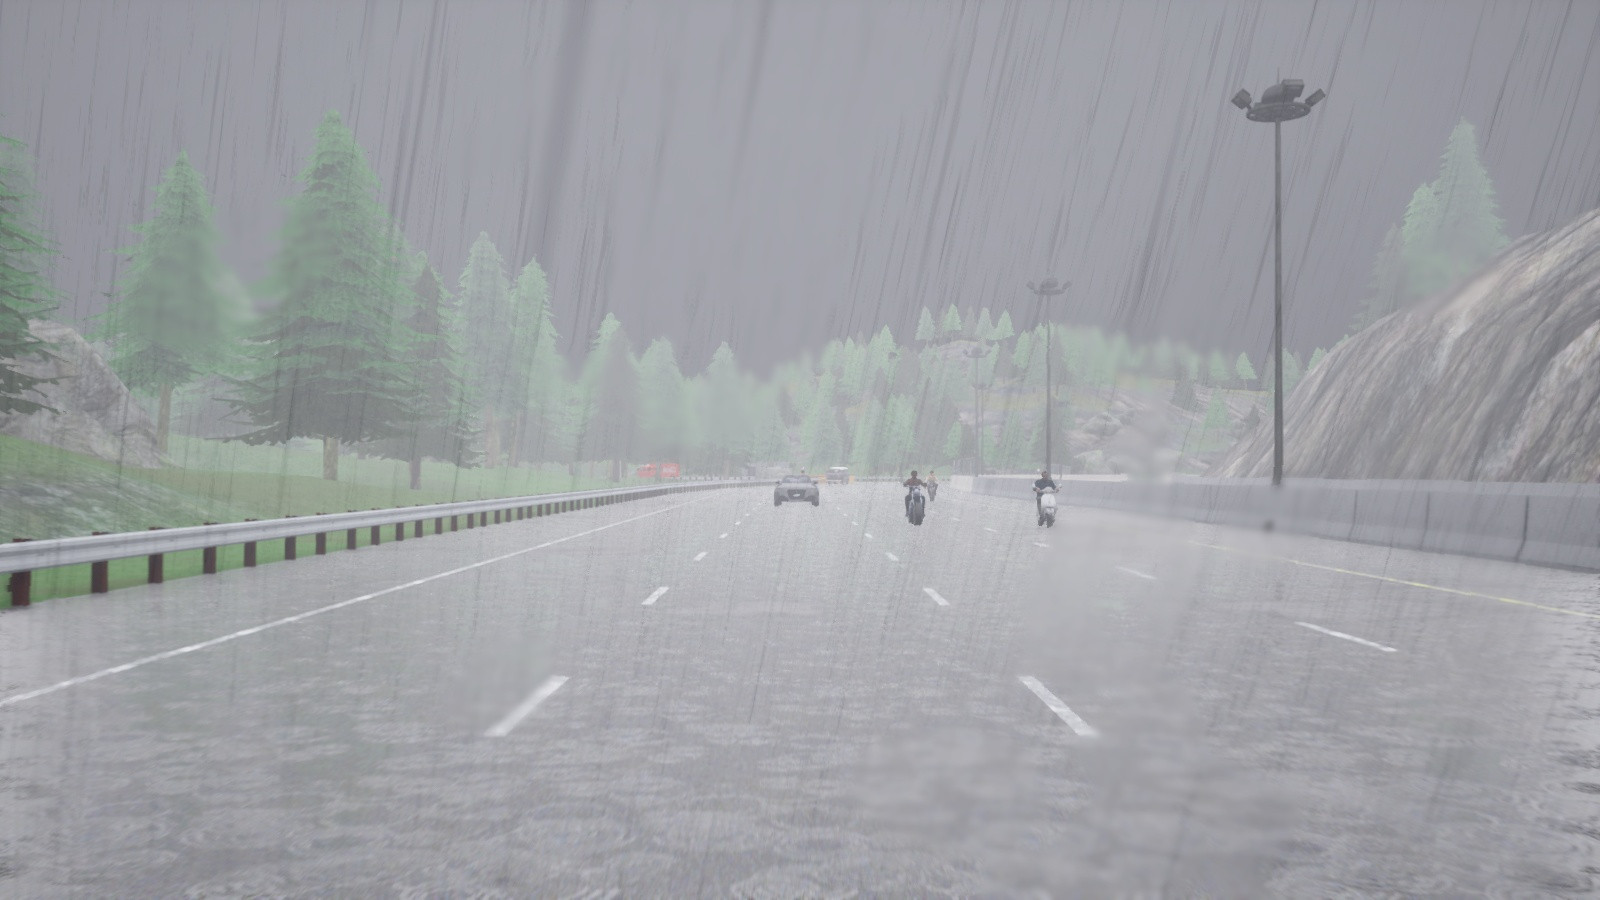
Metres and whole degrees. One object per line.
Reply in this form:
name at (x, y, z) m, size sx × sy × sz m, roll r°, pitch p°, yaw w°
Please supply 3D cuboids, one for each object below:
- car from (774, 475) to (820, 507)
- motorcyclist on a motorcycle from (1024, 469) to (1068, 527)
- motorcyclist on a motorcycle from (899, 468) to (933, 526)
car at (-0.138, 1.831, 56.887) m, size 1.994 × 1.385 × 4.181 m, roll 0°, pitch -1°, yaw 0°
motorcyclist on a motorcycle at (6.914, 1.332, 35.350) m, size 0.866 × 1.590 × 1.817 m, roll 0°, pitch -1°, yaw 0°
motorcyclist on a motorcycle at (3.410, 1.373, 37.118) m, size 0.766 × 1.649 × 2.350 m, roll 0°, pitch -1°, yaw 0°
